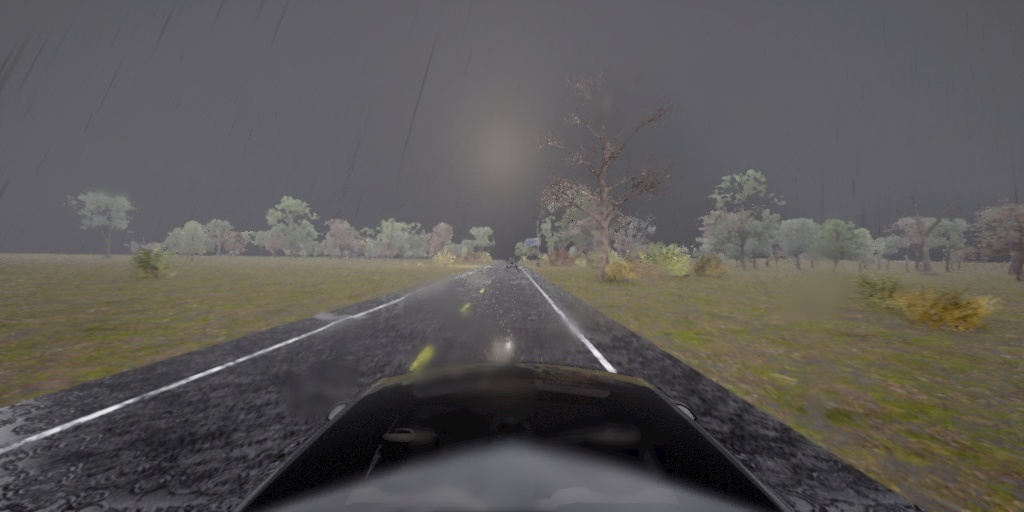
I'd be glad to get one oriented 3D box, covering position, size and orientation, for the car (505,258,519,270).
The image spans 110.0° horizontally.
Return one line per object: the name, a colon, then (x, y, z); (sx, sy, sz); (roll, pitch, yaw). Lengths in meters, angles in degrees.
car: (-0.014, 1.441, 56.239); (1.837, 1.490, 4.892); (0, -1, 0)
